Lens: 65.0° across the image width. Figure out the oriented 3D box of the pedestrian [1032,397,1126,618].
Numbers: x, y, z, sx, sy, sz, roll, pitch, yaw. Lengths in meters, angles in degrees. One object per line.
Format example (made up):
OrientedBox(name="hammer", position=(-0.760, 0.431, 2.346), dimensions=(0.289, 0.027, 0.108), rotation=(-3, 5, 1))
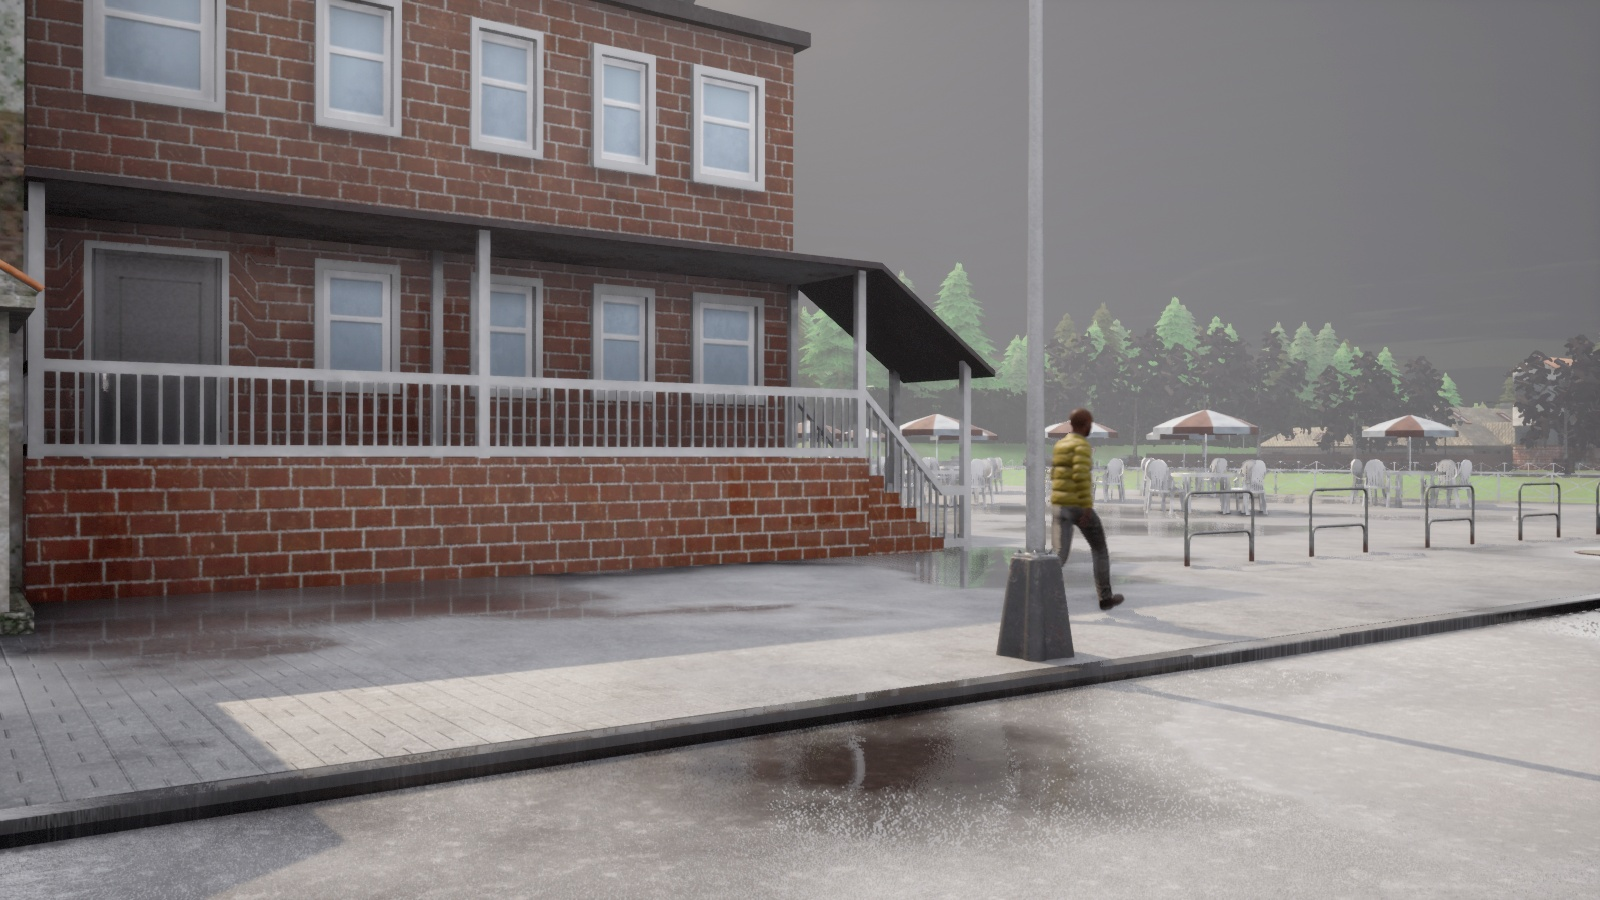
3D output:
OrientedBox(name="pedestrian", position=(2.396, 0.476, 10.772), dimensions=(0.726, 1.835, 0.370), rotation=(0, 0, -31))
